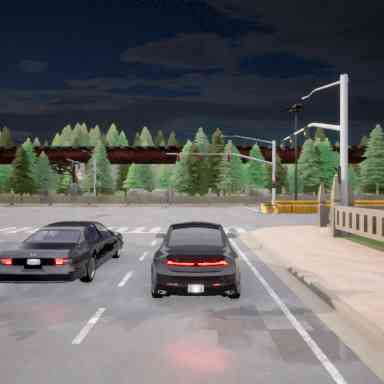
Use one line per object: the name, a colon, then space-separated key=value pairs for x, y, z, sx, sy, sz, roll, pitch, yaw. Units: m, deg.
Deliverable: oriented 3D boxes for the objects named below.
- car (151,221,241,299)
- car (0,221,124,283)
car: x=0.099 y=1.505 z=8.466 sx=1.837 sy=1.490 sz=4.892 roll=0 pitch=0 yaw=1
car: x=-3.388 y=1.547 z=9.655 sx=2.033 sy=1.411 sz=5.357 roll=0 pitch=0 yaw=0
